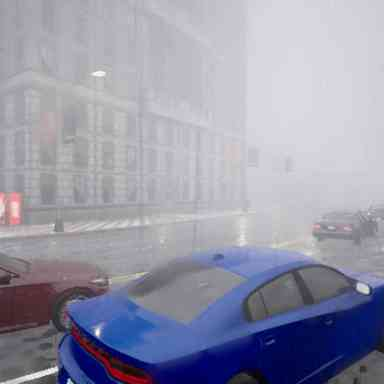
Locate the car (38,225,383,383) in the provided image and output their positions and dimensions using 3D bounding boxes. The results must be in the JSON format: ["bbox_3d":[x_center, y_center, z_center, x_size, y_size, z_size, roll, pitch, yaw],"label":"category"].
[{"bbox_3d":[0.951,1.475,4.313,5.008,1.535,1.882,0,0,-38],"label":"car"}]

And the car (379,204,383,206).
[{"bbox_3d":[14.443,1.590,25.166,1.895,1.301,4.718,0,0,37],"label":"car"}]

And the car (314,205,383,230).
[{"bbox_3d":[7.367,1.540,15.795,2.033,1.411,5.357,0,0,39],"label":"car"}]

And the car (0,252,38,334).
[{"bbox_3d":[-3.631,1.521,5.133,4.674,1.442,1.812,0,0,-34],"label":"car"}]
